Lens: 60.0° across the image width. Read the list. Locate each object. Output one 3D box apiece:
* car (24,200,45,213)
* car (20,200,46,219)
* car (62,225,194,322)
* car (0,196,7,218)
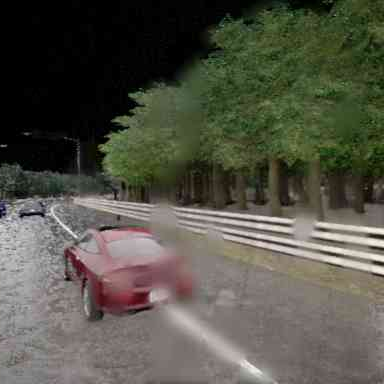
[{"bbox_3d":[-18.365,1.630,39.022,1.994,1.385,4.181,-2,0,-22],"label":"car"},{"bbox_3d":[-13.987,1.519,29.302,1.994,1.385,4.181,-2,0,-23],"label":"car"},{"bbox_3d":[-1.607,1.437,7.172,1.812,1.442,4.674,-2,1,-28],"label":"car"},{"bbox_3d":[-17.960,1.282,29.733,2.150,2.045,5.566,-2,0,-25],"label":"car"}]
